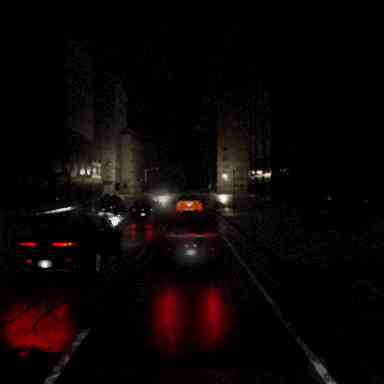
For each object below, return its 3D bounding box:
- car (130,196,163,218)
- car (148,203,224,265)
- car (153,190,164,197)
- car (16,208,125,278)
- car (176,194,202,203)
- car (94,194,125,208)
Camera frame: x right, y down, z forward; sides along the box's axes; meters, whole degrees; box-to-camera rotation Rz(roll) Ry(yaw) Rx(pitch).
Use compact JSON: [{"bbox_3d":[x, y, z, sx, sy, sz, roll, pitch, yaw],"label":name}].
[{"bbox_3d":[-3.475,1.260,25.625,1.895,1.301,4.718,0,1,0],"label":"car"},{"bbox_3d":[-0.043,1.345,11.145,2.128,1.511,4.902,0,1,0],"label":"car"},{"bbox_3d":[-7.116,0.413,71.155,2.128,1.511,4.902,0,1,1],"label":"car"},{"bbox_3d":[-3.284,1.384,9.828,1.837,1.490,4.892,0,-1,0],"label":"car"},{"bbox_3d":[-0.244,0.969,27.564,2.097,1.767,4.553,0,1,-1],"label":"car"},{"bbox_3d":[-6.936,1.138,28.322,1.837,1.490,4.892,0,0,-1],"label":"car"}]
